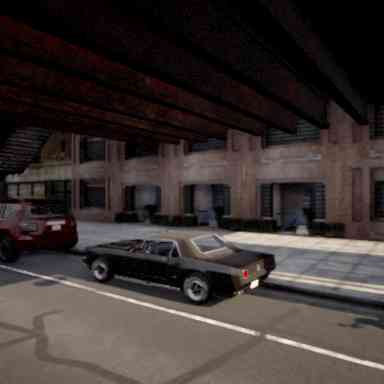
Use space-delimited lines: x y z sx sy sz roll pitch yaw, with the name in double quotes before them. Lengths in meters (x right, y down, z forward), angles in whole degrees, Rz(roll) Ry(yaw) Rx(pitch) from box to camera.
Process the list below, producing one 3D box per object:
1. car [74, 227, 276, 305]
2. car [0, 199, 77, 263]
"car" -0.539 1.611 8.146 4.718 1.301 1.895 0 0 35
"car" -6.616 1.264 12.363 5.566 2.045 2.435 0 0 35
